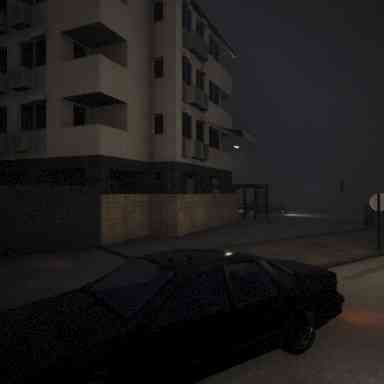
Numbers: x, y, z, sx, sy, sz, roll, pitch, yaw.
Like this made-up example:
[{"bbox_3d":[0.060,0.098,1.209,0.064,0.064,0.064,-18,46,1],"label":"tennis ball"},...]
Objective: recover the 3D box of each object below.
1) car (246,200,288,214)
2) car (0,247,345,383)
[{"bbox_3d":[7.505,1.547,35.411,2.033,1.411,5.357,0,0,-35],"label":"car"},{"bbox_3d":[-0.079,1.547,4.549,5.357,1.411,2.033,0,0,-35],"label":"car"}]
